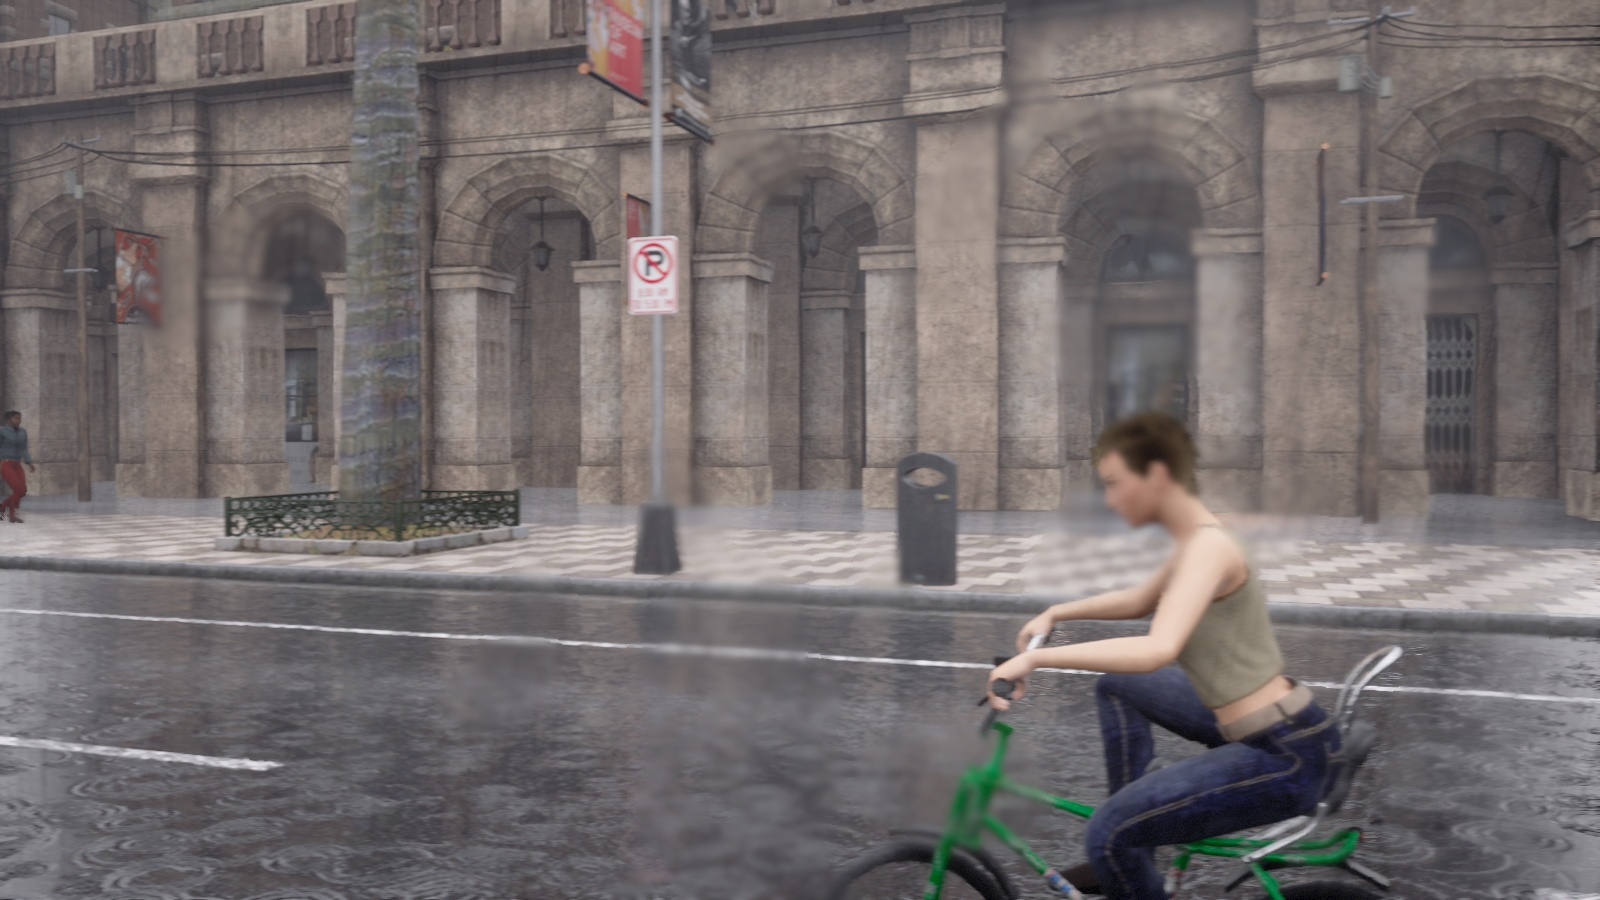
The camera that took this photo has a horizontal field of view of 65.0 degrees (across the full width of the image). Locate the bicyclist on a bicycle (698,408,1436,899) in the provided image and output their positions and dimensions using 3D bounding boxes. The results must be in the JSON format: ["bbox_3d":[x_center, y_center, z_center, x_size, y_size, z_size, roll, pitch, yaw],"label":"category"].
[{"bbox_3d":[0.620,0.717,3.036,1.509,1.612,0.866,0,1,18],"label":"bicyclist on a bicycle"}]

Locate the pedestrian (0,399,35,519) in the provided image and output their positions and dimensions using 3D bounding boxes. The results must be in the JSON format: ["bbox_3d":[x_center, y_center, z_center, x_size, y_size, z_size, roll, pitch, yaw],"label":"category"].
[{"bbox_3d":[-12.333,0.128,19.579,0.614,1.847,0.353,0,1,15],"label":"pedestrian"}]
